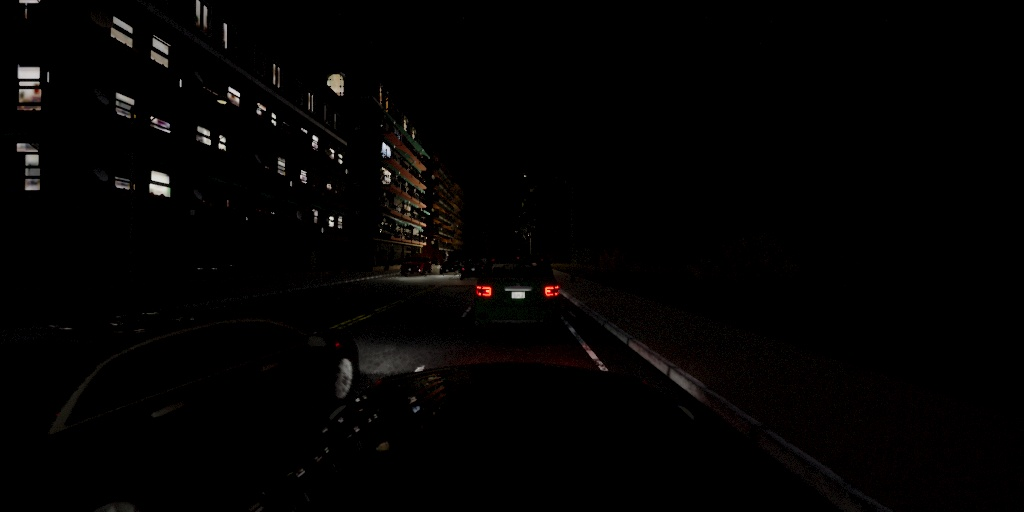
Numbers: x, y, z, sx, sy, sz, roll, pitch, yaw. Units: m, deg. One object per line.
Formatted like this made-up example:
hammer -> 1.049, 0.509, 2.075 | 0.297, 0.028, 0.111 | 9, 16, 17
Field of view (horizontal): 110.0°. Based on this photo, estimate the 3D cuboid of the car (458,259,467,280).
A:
car -> -3.142, 1.107, 31.245 | 2.097, 1.767, 4.553 | 0, 0, 0

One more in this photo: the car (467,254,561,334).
car -> 0.104, 0.973, 10.742 | 2.150, 2.045, 5.566 | 0, 0, -1

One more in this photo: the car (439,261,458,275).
car -> -6.591, 1.258, 38.813 | 1.837, 1.490, 4.892 | 0, 0, 0

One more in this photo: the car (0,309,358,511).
car -> -3.154, 1.254, 3.325 | 1.837, 1.490, 4.892 | 0, 0, 0

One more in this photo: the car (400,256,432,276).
car -> -9.841, 0.975, 37.238 | 2.150, 2.045, 5.566 | 0, 0, 0
